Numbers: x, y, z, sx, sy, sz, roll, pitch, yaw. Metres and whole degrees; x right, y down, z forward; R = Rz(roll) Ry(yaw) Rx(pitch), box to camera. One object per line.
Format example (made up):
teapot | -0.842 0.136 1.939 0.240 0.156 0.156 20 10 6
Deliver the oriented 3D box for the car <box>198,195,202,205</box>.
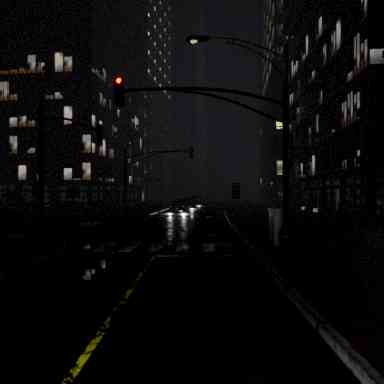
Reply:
car | 0.593 1.291 57.883 2.097 1.767 4.553 0 0 7

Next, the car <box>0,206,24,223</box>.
car | -16.444 1.854 28.063 4.403 1.369 2.008 -1 1 10

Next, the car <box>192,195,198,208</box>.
car | -0.575 1.484 47.422 1.812 1.442 4.674 0 0 6

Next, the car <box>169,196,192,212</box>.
car | -1.448 1.499 37.854 1.812 1.442 4.674 0 0 5
